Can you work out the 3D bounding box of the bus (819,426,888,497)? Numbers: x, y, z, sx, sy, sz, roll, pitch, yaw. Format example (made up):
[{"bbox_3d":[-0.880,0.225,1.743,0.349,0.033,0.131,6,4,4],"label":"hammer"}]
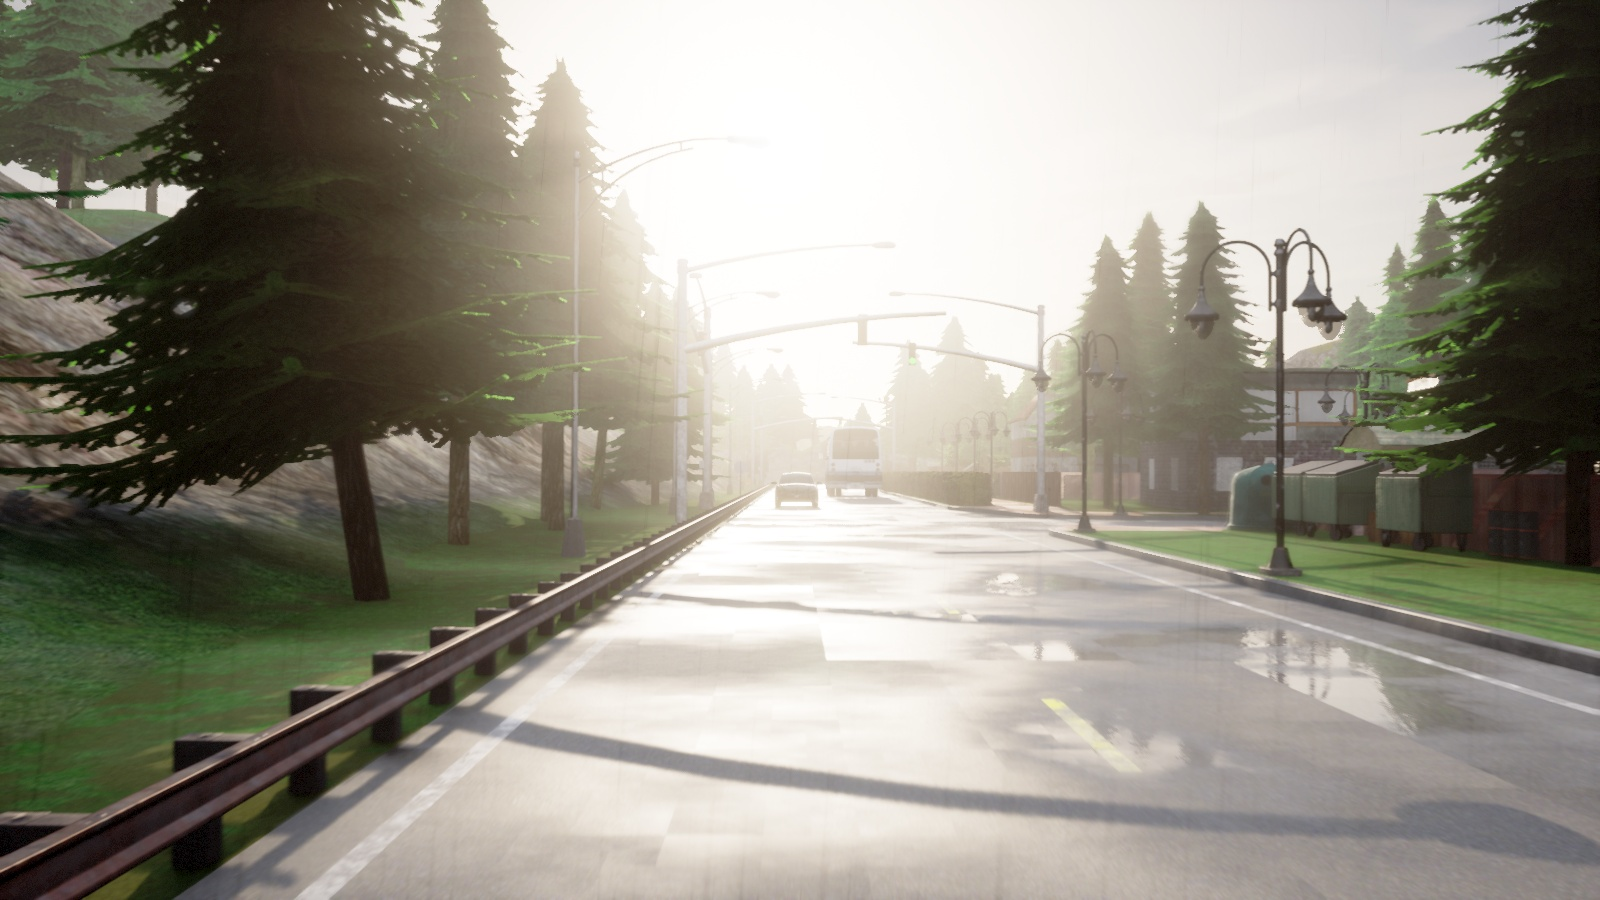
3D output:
[{"bbox_3d":[3.301,0.772,80.441,3.944,4.253,10.273,0,-1,0],"label":"bus"}]

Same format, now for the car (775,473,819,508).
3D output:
[{"bbox_3d":[-0.134,1.742,55.090,1.837,1.490,4.892,0,-1,0],"label":"car"}]
